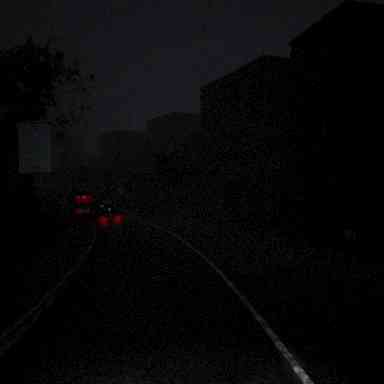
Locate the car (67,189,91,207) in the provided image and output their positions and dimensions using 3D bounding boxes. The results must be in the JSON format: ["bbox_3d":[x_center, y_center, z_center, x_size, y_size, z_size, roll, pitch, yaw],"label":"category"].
[{"bbox_3d":[-14.445,0.657,42.713,2.150,2.045,5.566,-2,4,-31],"label":"car"}]

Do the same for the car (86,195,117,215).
[{"bbox_3d":[-8.847,1.362,33.102,1.812,1.442,4.674,-2,3,-29],"label":"car"}]
